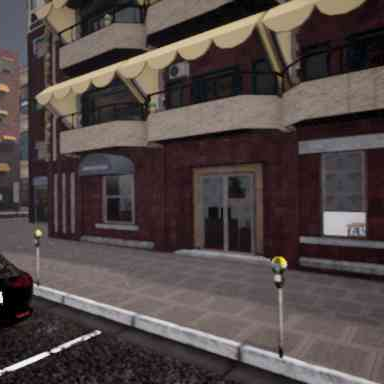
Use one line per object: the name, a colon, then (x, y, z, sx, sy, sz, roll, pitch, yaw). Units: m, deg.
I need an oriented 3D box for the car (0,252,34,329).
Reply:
car: (-4.581, 1.603, 6.005, 4.313, 1.339, 1.947, 0, -1, 36)
